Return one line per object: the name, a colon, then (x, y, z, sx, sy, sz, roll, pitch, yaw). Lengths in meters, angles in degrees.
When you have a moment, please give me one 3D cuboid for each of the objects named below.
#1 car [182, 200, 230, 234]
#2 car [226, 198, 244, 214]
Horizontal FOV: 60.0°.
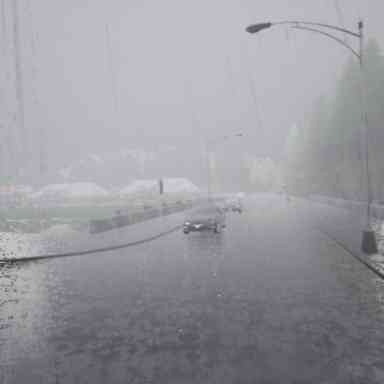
car: (0.793, 1.462, 18.869, 1.837, 1.490, 4.892, -2, 0, 13)
car: (4.088, 1.341, 33.308, 1.812, 1.442, 4.674, -2, 0, 13)
